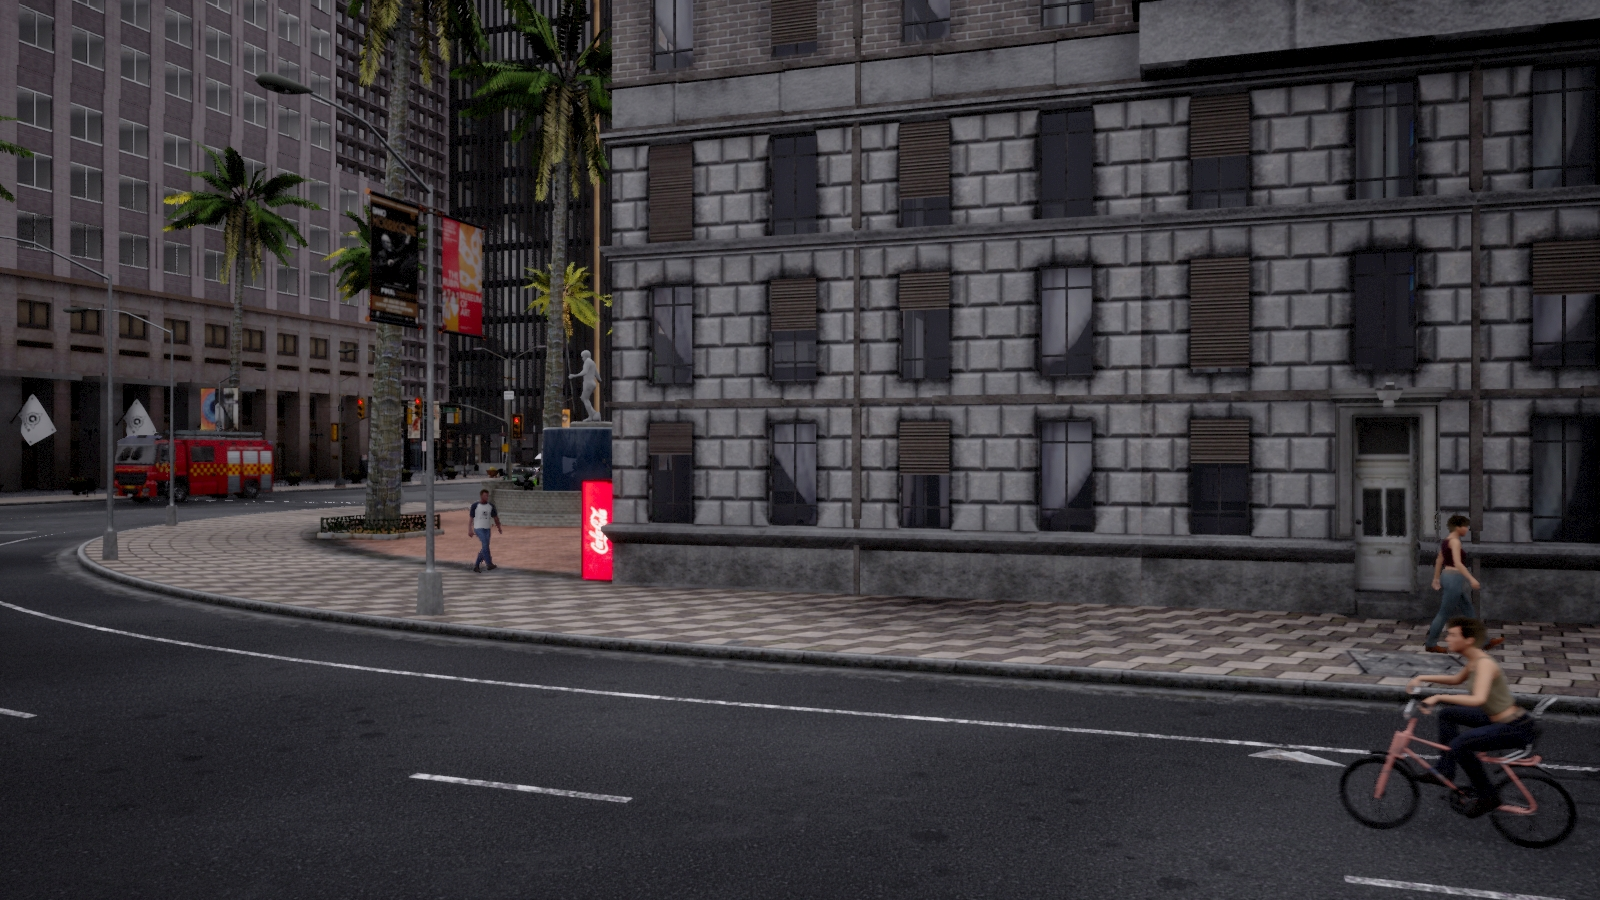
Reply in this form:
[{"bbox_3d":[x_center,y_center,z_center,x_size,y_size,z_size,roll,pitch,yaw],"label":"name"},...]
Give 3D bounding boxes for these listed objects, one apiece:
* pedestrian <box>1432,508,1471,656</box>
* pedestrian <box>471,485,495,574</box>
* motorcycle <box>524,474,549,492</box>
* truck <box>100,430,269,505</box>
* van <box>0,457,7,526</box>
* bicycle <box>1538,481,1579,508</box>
[{"bbox_3d":[8.418,1.696,14.775,0.375,1.860,0.375,0,0,18],"label":"pedestrian"},{"bbox_3d":[-6.786,1.696,24.457,0.375,1.860,0.375,0,0,-43],"label":"pedestrian"},{"bbox_3d":[-17.762,2.213,77.044,0.803,1.145,2.033,1,-1,-38],"label":"motorcycle"},{"bbox_3d":[-33.426,0.890,62.573,2.891,3.827,8.468,0,0,19],"label":"truck"},{"bbox_3d":[-30.007,1.535,39.417,1.988,2.561,5.915,0,0,-9],"label":"van"},{"bbox_3d":[38.789,2.268,58.471,0.329,1.171,1.835,6,2,-16],"label":"bicycle"}]
